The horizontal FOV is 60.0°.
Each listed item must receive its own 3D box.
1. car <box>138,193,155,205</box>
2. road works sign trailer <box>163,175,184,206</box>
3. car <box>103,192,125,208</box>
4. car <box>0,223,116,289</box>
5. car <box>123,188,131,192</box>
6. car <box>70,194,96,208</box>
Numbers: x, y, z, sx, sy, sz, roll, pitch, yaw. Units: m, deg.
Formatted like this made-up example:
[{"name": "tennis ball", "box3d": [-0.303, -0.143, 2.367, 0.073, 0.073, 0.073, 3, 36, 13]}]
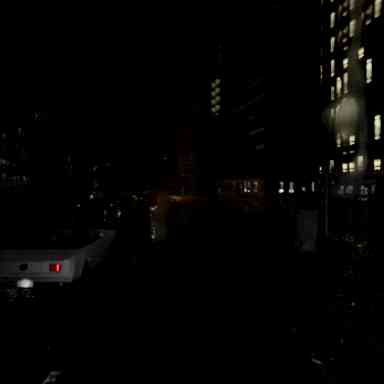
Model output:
[{"name": "car", "box3d": [-5.758, 0.852, 42.397, 1.812, 1.442, 4.674, 0, 1, -7]}, {"name": "road works sign trailer", "box3d": [-2.208, -0.169, 39.518, 2.380, 3.560, 2.880, 0, 1, -7]}, {"name": "car", "box3d": [-8.631, 1.022, 37.054, 1.895, 1.301, 4.718, 0, 1, -6]}, {"name": "car", "box3d": [-3.308, 1.469, 8.725, 1.895, 1.301, 4.718, 0, 1, -1]}, {"name": "car", "box3d": [-14.967, -0.120, 77.016, 1.812, 1.442, 4.674, 0, 1, -12]}, {"name": "car", "box3d": [-11.848, 0.981, 36.636, 2.033, 1.411, 5.357, 0, 1, -6]}]
